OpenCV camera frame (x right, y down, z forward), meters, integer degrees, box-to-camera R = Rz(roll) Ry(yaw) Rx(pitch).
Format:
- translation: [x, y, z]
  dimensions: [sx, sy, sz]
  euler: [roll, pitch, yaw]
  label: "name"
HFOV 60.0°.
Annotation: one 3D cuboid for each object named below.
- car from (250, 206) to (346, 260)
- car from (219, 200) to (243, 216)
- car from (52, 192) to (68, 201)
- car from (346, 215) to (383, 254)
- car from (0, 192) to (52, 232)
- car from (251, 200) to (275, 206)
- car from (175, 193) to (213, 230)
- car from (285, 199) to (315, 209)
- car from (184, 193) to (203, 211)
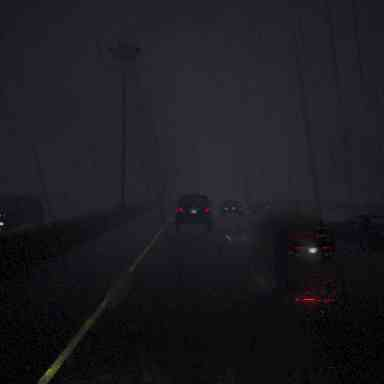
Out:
- translation: [3.605, 1.474, 12.346]
  dimensions: [1.837, 1.490, 4.892]
  euler: [0, 0, 0]
  label: "car"
- translation: [3.611, 1.468, 31.301]
  dimensions: [2.033, 1.411, 5.357]
  euler: [0, 0, 0]
  label: "car"
- translation: [-20.982, 0.824, 51.245]
  dimensions: [2.150, 2.045, 5.566]
  euler: [0, 0, 0]
  label: "car"
- translation: [7.105, 1.567, 13.210]
  dimensions: [1.895, 1.301, 4.718]
  euler: [0, 0, 0]
  label: "car"
- translation: [-10.594, 1.172, 19.478]
  dimensions: [2.150, 2.045, 5.566]
  euler: [0, 0, 0]
  label: "car"
- translation: [7.112, 1.480, 33.254]
  dimensions: [1.994, 1.385, 4.181]
  euler: [0, 0, 0]
  label: "car"
- translation: [0.107, 1.169, 20.880]
  dimensions: [2.150, 2.045, 5.566]
  euler: [0, 0, 0]
  label: "car"
- translation: [10.612, 1.422, 32.986]
  dimensions: [1.837, 1.490, 4.892]
  euler: [0, 0, 0]
  label: "car"
- translation: [0.116, 1.118, 40.126]
  dimensions: [2.150, 2.045, 5.566]
  euler: [0, 0, 0]
  label: "car"
